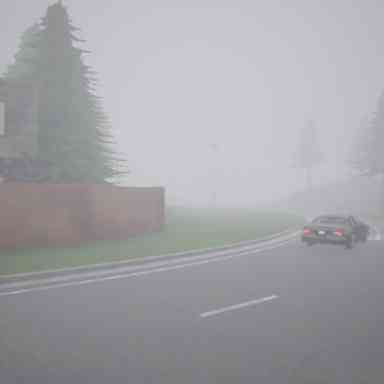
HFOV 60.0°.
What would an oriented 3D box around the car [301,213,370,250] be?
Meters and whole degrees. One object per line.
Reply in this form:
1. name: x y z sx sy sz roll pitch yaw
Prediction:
1. car: 6.692 1.688 15.238 2.033 1.411 5.357 0 0 38
